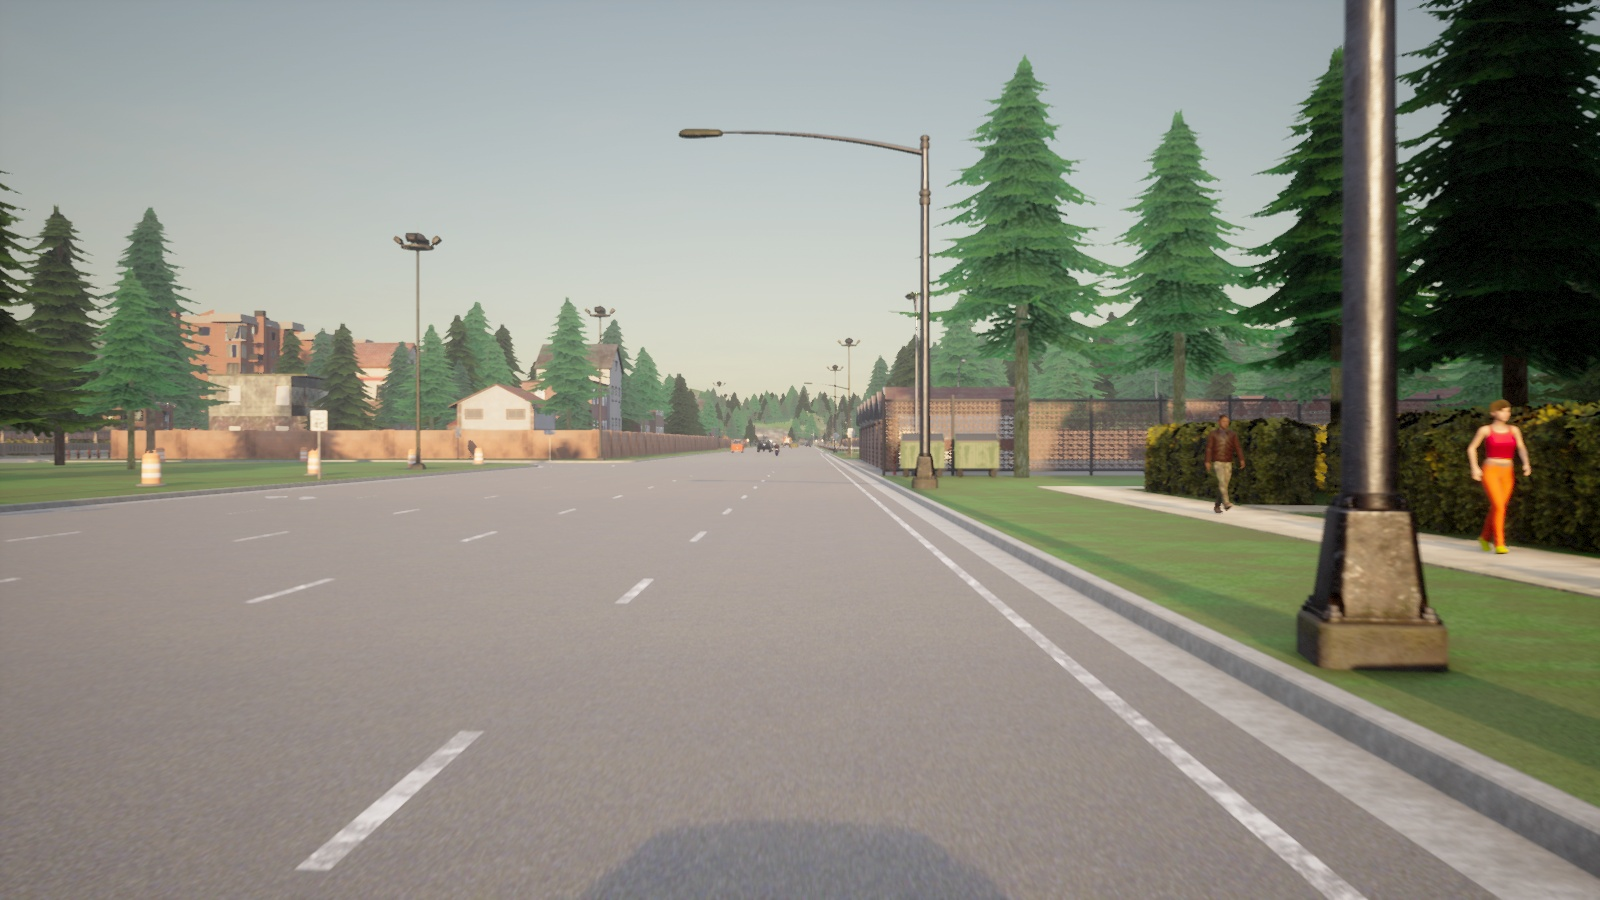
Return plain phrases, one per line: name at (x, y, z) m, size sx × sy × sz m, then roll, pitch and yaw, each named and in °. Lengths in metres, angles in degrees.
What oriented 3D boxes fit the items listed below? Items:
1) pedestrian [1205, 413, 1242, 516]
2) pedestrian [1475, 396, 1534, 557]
pedestrian at (7.664, 0.253, 22.744) m, size 0.431 × 1.840 × 0.703 m, roll 0°, pitch 0°, yaw 1°
pedestrian at (8.182, 0.300, 14.590) m, size 0.345 × 1.836 × 0.594 m, roll 0°, pitch 0°, yaw 0°
